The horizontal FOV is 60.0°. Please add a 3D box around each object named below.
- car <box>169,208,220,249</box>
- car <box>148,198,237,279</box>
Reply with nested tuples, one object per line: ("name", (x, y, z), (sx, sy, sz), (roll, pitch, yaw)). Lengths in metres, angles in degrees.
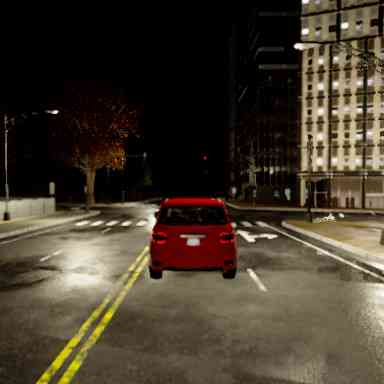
("car", (0.095, 1.511, 14.964), (1.994, 1.385, 4.181), (0, 0, 0))
("car", (-0.001, 1.185, 10.023), (2.150, 2.045, 5.566), (0, 0, -1))
